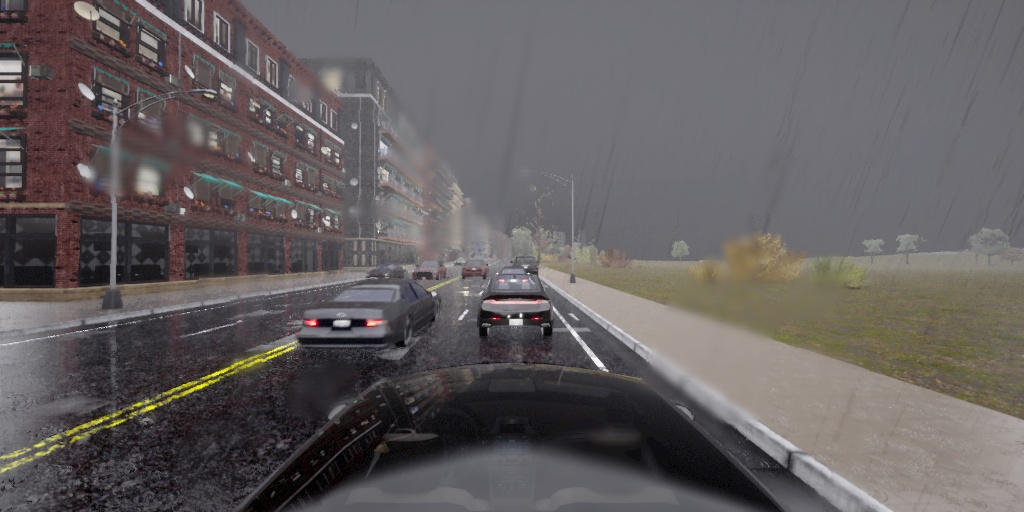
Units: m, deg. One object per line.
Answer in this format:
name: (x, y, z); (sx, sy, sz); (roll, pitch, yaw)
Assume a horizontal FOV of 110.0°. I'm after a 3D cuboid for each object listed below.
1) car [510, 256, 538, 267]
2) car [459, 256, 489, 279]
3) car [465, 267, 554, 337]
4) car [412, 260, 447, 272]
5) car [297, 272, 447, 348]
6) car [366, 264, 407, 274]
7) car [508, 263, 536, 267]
car: (1.072, 0.988, 30.979); (2.150, 2.045, 5.566); (0, 0, 0)
car: (-3.220, 1.114, 32.493); (2.097, 1.767, 4.553); (0, 0, 0)
car: (0.081, 1.246, 10.326); (2.128, 1.511, 4.902); (0, 0, 0)
car: (-6.663, 1.114, 29.328); (2.097, 1.767, 4.553); (0, 0, 0)
car: (-3.166, 1.300, 9.172); (2.033, 1.411, 5.357); (0, 0, 0)
car: (-9.911, 1.309, 28.810); (2.033, 1.411, 5.357); (0, 0, 0)
car: (0.061, 1.306, 20.766); (2.033, 1.411, 5.357); (0, 0, 0)
